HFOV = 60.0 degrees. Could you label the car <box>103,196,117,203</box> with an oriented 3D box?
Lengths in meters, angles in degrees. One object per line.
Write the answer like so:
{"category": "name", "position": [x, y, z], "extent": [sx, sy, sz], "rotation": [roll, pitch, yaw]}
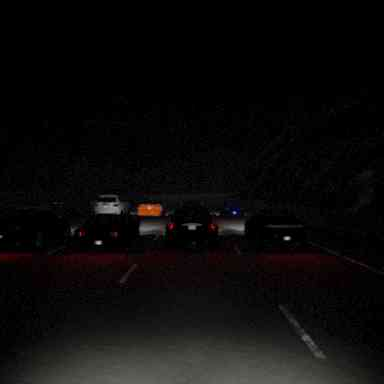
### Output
{"category": "car", "position": [-17.500, 1.494, 70.946], "extent": [1.812, 1.442, 4.674], "rotation": [0, 0, 0]}

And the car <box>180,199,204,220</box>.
{"category": "car", "position": [0.000, 1.482, 29.650], "extent": [1.882, 1.535, 5.008], "rotation": [0, 0, 0]}

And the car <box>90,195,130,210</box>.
{"category": "car", "position": [-7.000, 1.255, 29.680], "extent": [2.150, 2.045, 5.566], "rotation": [0, 0, 0]}

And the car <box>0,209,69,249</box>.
{"category": "car", "position": [-7.000, 1.482, 14.650], "extent": [1.882, 1.535, 5.008], "rotation": [0, 0, 0]}

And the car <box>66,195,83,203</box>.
{"category": "car", "position": [-24.500, 1.447, 70.946], "extent": [1.882, 1.535, 5.008], "rotation": [0, 0, 0]}

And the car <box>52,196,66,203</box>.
{"category": "car", "position": [-28.000, 1.509, 70.946], "extent": [2.033, 1.411, 5.357], "rotation": [0, 0, 0]}

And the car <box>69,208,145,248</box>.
{"category": "car", "position": [-3.500, 1.613, 14.680], "extent": [1.895, 1.301, 4.718], "rotation": [0, 0, 0]}

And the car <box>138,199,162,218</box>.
{"category": "car", "position": [-3.500, 1.363, 29.620], "extent": [2.097, 1.767, 4.553], "rotation": [0, 0, 0]}

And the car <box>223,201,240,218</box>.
{"category": "car", "position": [3.500, 1.530, 29.650], "extent": [1.812, 1.442, 4.674], "rotation": [0, 0, 0]}

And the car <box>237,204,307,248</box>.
{"category": "car", "position": [3.500, 1.492, 14.650], "extent": [2.128, 1.511, 4.902], "rotation": [0, 0, 0]}

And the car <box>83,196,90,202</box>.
{"category": "car", "position": [-21.000, 1.447, 70.946], "extent": [1.882, 1.535, 5.008], "rotation": [0, 0, 0]}

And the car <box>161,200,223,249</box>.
{"category": "car", "position": [0.000, 1.363, 14.620], "extent": [2.097, 1.767, 4.553], "rotation": [0, 0, 0]}
